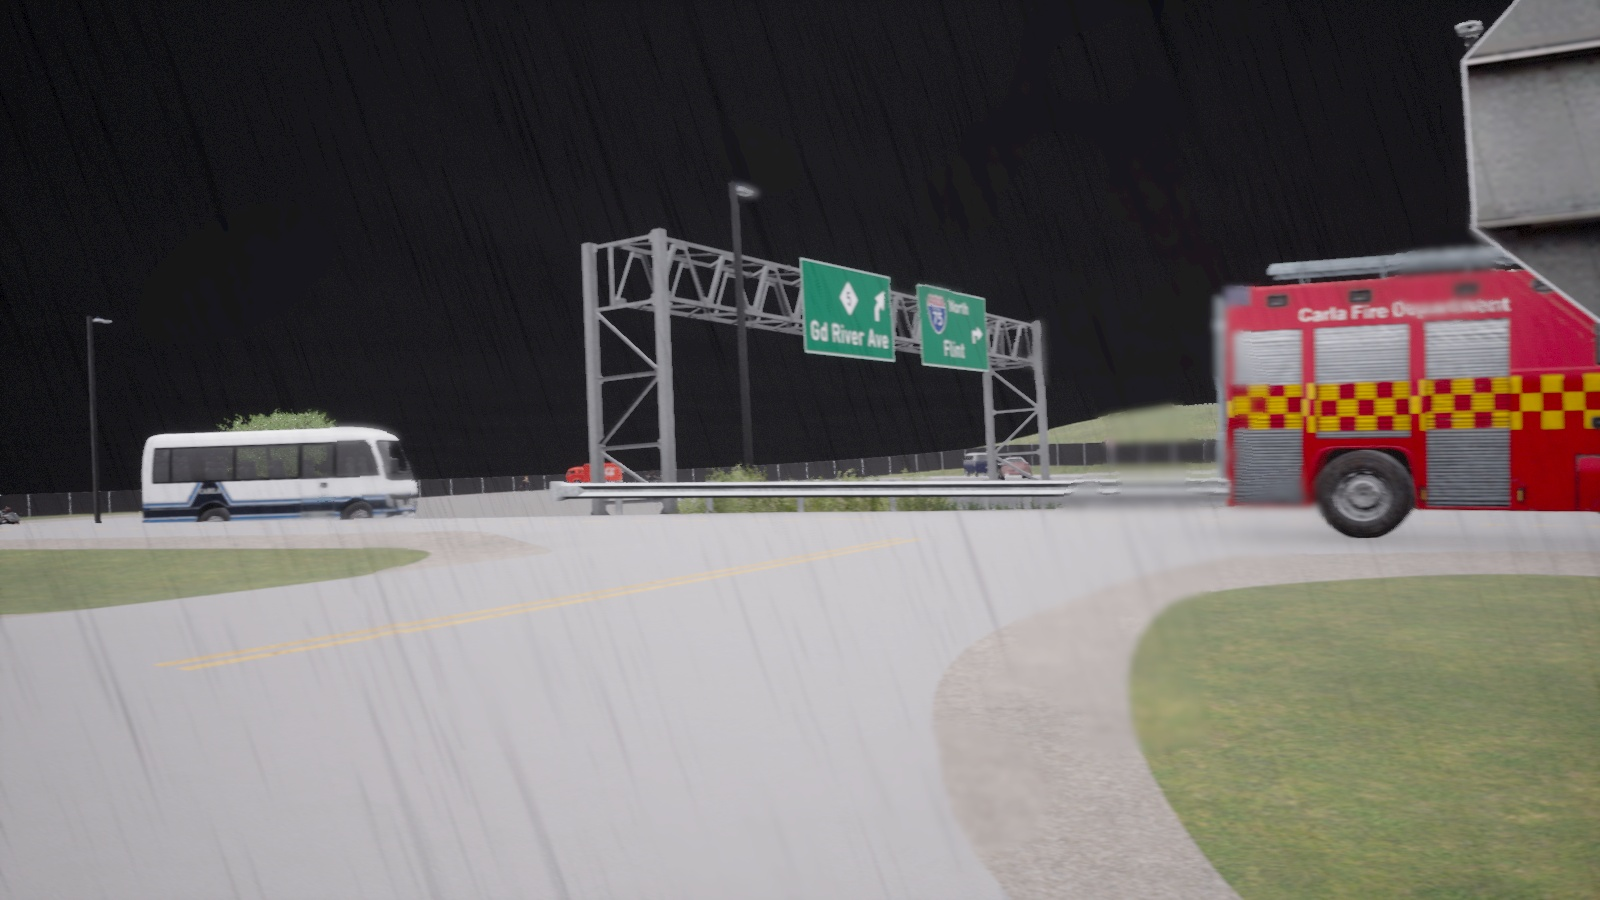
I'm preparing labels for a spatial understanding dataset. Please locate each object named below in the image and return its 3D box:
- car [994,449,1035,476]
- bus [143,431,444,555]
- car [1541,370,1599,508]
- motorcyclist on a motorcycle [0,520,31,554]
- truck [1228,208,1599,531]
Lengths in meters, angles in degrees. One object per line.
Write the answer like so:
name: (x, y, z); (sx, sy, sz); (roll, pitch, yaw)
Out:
car: (14.966, 0.859, 87.928); (2.152, 1.651, 5.027); (-4, 0, 3)
bus: (-20.039, 1.675, 50.250); (10.273, 4.253, 3.944); (-3, 0, 1)
car: (14.079, -0.244, 18.103); (5.566, 2.045, 2.150); (-2, 0, 38)
motorcyclist on a motorcycle: (-37.374, 4.137, 59.460); (2.191, 1.530, 0.866); (-4, -2, 36)
truck: (10.228, -0.981, 16.165); (8.468, 3.827, 2.891); (-2, 1, 28)
